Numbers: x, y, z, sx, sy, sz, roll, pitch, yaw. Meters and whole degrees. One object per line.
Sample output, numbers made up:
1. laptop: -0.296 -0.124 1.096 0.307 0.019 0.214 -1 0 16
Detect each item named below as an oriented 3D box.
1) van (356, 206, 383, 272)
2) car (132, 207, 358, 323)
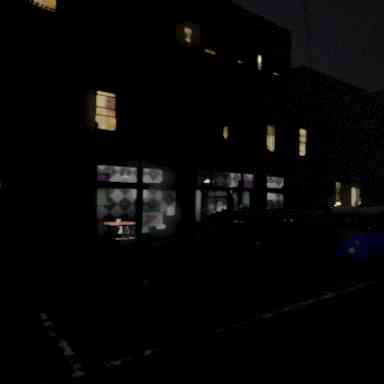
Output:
1. van: 5.621 1.355 10.551 3.998 1.788 1.690 0 1 -35
2. car: 1.220 1.322 7.409 5.009 1.841 2.192 0 1 -35
